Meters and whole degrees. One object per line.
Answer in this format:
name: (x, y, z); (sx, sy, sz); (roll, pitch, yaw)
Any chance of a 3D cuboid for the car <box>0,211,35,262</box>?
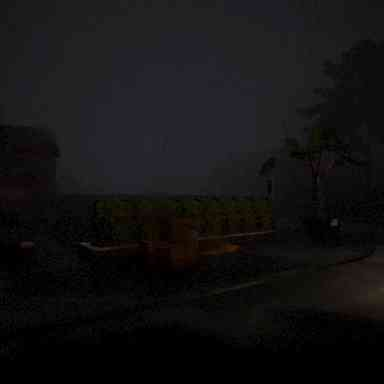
car: (-6.443, 1.356, 10.801); (2.033, 1.415, 5.357); (0, 0, -33)
